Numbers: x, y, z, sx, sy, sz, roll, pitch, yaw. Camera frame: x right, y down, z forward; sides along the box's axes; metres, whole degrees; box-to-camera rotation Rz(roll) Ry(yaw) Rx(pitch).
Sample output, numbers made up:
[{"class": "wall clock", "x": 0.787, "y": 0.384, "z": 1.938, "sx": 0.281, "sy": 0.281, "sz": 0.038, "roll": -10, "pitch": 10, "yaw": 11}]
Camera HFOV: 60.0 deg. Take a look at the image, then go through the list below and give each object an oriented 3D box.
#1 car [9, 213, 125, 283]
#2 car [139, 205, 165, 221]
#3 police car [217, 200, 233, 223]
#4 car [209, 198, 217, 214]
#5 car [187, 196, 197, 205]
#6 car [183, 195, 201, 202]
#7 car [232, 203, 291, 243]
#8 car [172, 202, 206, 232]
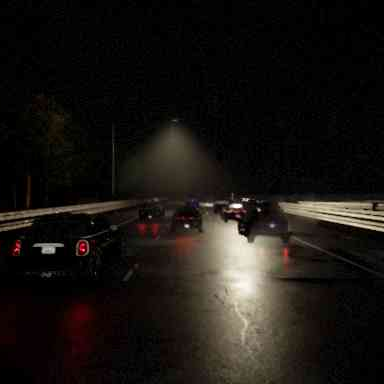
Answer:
[{"class": "car", "x": -3.410, "y": 1.421, "z": 10.025, "sx": 2.097, "sy": 1.767, "sz": 4.553, "roll": 0, "pitch": 0, "yaw": 0}, {"class": "car", "x": -3.427, "y": 1.782, "z": 29.434, "sx": 1.895, "sy": 1.301, "sz": 4.718, "roll": 0, "pitch": 0, "yaw": 0}, {"class": "police car", "x": 3.476, "y": 1.677, "z": 27.715, "sx": 2.038, "sy": 1.542, "sz": 4.974, "roll": 0, "pitch": 0, "yaw": 0}, {"class": "car", "x": 3.467, "y": 1.727, "z": 38.715, "sx": 2.128, "sy": 1.511, "sz": 4.902, "roll": 0, "pitch": 0, "yaw": 0}, {"class": "car", "x": -0.062, "y": 1.893, "z": 74.608, "sx": 2.097, "sy": 1.767, "sz": 4.553, "roll": 0, "pitch": -1, "yaw": 0}, {"class": "car", "x": 0.027, "y": 1.593, "z": 56.894, "sx": 2.150, "sy": 2.045, "sz": 5.566, "roll": 0, "pitch": 0, "yaw": 0}, {"class": "car", "x": 3.486, "y": 1.542, "z": 16.715, "sx": 2.033, "sy": 1.649, "sz": 4.856, "roll": 0, "pitch": 0, "yaw": 0}, {"class": "car", "x": -0.225, "y": 1.642, "z": 20.999, "sx": 1.837, "sy": 1.490, "sz": 4.892, "roll": 0, "pitch": 0, "yaw": 1}]
